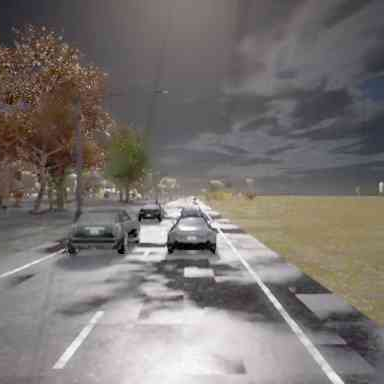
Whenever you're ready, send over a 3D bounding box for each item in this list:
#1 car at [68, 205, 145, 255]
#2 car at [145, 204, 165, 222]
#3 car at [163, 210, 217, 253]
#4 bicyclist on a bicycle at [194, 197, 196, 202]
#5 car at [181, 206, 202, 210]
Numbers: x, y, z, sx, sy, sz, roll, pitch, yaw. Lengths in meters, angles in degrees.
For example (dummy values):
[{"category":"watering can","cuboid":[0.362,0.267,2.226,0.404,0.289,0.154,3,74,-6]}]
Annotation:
[{"category":"car","cuboid":[-3.501,1.482,14.078,2.097,1.767,4.553,0,-1,0]},{"category":"car","cuboid":[-3.499,1.754,29.481,1.882,1.535,5.008,0,0,0]},{"category":"car","cuboid":[0.001,1.699,14.300,1.994,1.385,4.181,0,0,0]},{"category":"bicyclist on a bicycle","cuboid":[0.942,2.259,94.704,0.659,1.776,1.843,0,0,0]},{"category":"car","cuboid":[-0.004,1.874,29.109,1.895,1.301,4.718,0,0,0]}]
